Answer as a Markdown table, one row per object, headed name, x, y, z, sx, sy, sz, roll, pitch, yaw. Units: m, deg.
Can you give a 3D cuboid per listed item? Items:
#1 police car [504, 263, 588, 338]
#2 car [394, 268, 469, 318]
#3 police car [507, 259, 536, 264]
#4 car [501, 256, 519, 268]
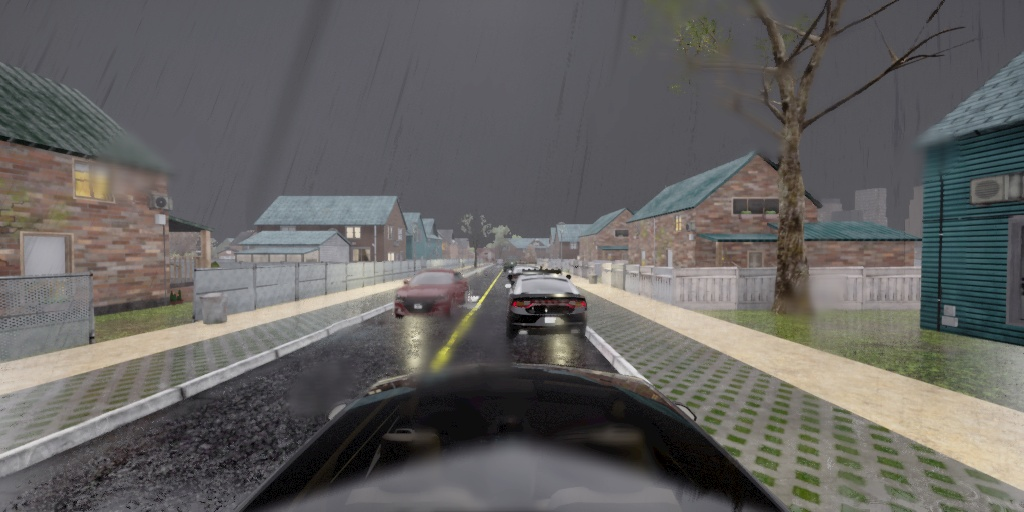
| name | x | y | z | sx | sy | sz | roll | pitch | yaw |
| --- | --- | --- | --- | --- | --- | --- | --- | --- | --- |
| police car | 0.827 | 1.174 | 10.279 | 1.930 | 1.638 | 5.238 | 0 | 0 | 0 |
| car | -2.747 | 1.228 | 13.104 | 1.882 | 1.535 | 5.008 | 0 | 0 | 0 |
| police car | 0.830 | 1.182 | 20.282 | 1.930 | 1.638 | 5.238 | 0 | 0 | 0 |
| car | 0.032 | 1.026 | 46.927 | 2.150 | 2.045 | 5.566 | 0 | 0 | 0 |
